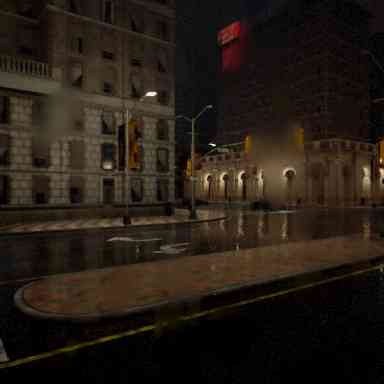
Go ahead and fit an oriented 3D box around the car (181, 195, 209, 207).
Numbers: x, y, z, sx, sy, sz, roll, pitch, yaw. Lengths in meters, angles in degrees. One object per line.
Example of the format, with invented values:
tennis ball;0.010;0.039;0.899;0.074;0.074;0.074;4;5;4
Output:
car;0.401;1.546;51.280;2.033;1.411;5.357;0;0;-35

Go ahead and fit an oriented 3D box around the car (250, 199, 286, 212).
car;9.028;1.564;39.668;1.994;1.385;4.181;0;0;-40
